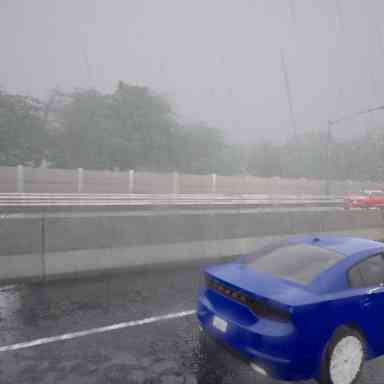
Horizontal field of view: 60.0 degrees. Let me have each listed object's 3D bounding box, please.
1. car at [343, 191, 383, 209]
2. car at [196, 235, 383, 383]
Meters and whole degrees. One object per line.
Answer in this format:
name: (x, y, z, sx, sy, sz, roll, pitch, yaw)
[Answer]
car: (18.341, 0.892, 34.917, 5.566, 2.045, 2.150, 0, 2, -30)
car: (2.470, 1.427, 5.163, 5.008, 1.535, 1.882, 1, 1, -30)
